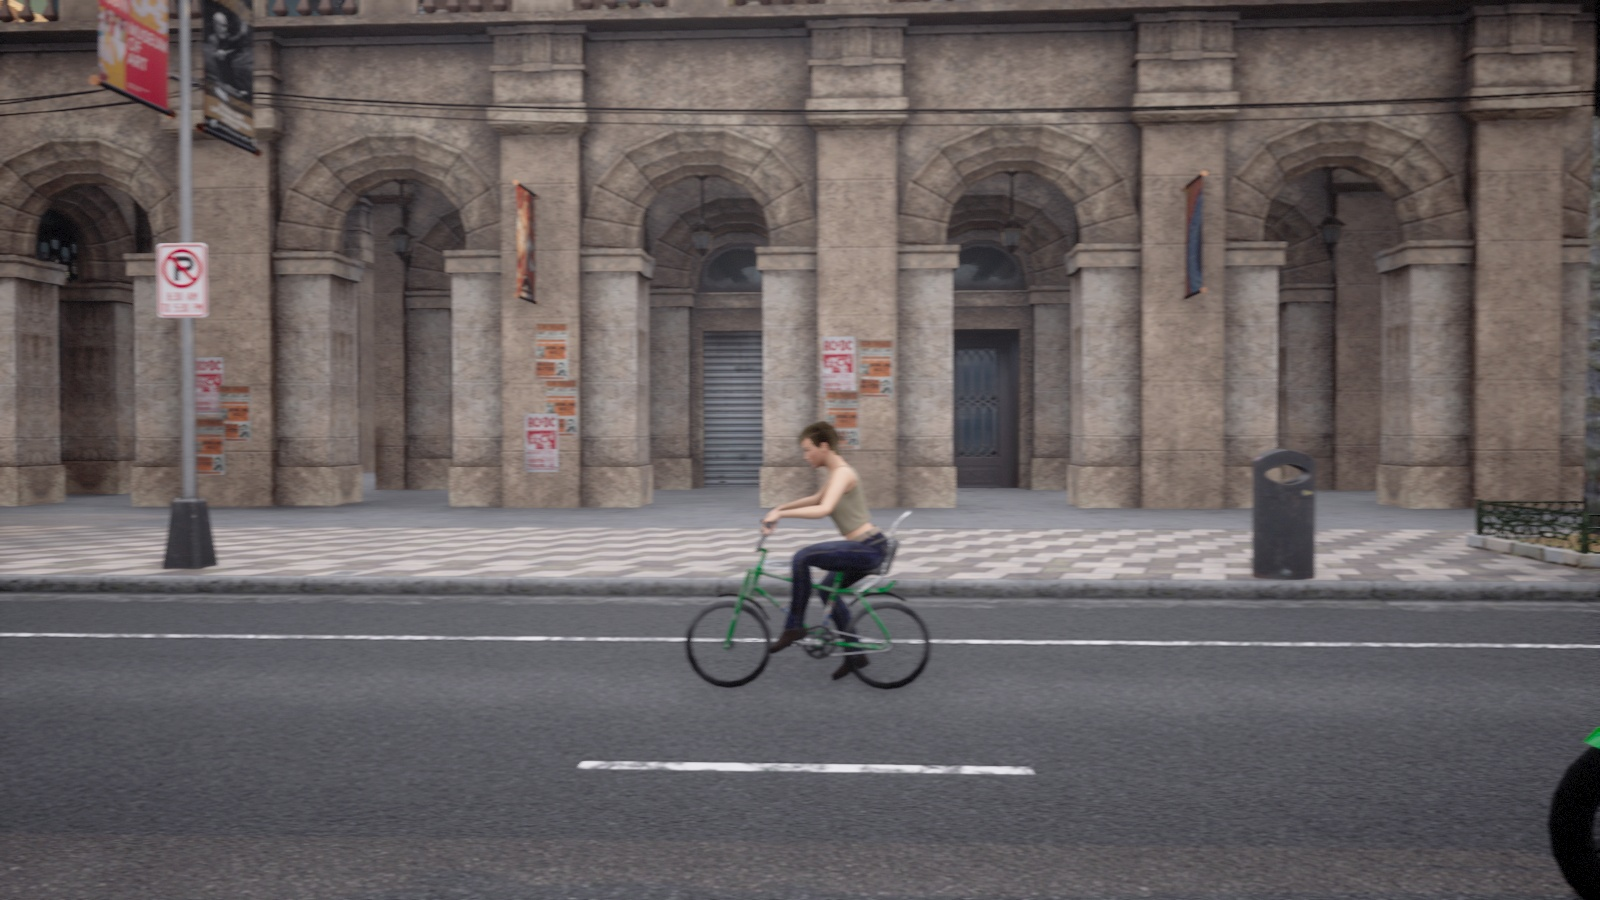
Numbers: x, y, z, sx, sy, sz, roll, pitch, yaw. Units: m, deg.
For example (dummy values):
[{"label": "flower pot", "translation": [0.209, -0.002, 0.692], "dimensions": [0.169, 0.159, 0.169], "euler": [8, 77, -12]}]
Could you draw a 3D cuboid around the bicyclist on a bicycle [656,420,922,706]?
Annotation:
[{"label": "bicyclist on a bicycle", "translation": [-0.046, 0.634, 7.587], "dimensions": [1.509, 1.612, 0.866], "euler": [0, 1, 3]}]

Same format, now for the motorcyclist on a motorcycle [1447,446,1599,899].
[{"label": "motorcyclist on a motorcycle", "translation": [3.256, 0.759, 3.905], "dimensions": [2.044, 1.523, 0.797], "euler": [0, 1, 3]}]
